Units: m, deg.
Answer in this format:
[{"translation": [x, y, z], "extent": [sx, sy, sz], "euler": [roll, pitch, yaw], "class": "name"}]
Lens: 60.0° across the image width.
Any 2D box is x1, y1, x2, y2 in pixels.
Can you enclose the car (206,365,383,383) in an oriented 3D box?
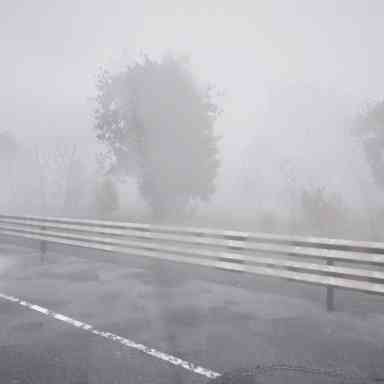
[{"translation": [1.764, 1.491, 0.834], "extent": [4.902, 1.511, 2.128], "euler": [0, 0, 36], "class": "car"}]
